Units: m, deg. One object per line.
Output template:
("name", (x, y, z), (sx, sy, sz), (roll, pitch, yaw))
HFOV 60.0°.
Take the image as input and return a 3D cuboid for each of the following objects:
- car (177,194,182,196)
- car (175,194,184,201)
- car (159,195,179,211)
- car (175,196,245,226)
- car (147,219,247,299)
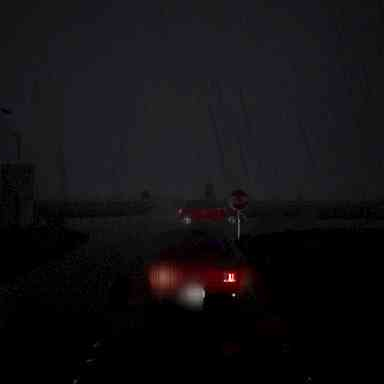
("car", (-2.873, 1.404, 49.340), (1.882, 1.535, 5.008), (0, 0, 0))
("car", (-2.812, 1.177, 74.759), (1.882, 1.535, 5.008), (0, 0, 0))
("car", (-2.849, 1.432, 39.291), (1.882, 1.535, 5.008), (0, 0, -1))
("car", (1.299, 1.348, 22.854), (4.553, 1.767, 2.097), (0, 0, 0))
("car", (0.093, 1.598, 8.372), (1.895, 1.301, 4.718), (0, 0, 0))
